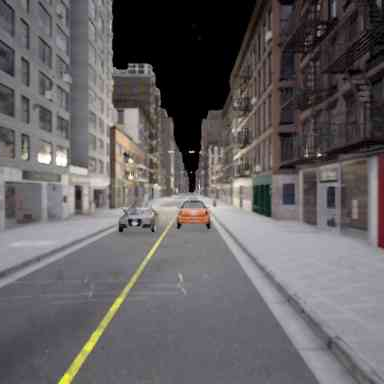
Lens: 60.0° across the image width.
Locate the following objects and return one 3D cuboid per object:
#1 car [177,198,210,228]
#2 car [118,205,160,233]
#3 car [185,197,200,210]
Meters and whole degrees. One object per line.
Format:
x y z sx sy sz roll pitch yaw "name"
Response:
0.099 1.346 22.347 2.097 1.767 4.553 0 0 0 "car"
-3.001 1.467 19.444 1.994 1.385 4.181 0 0 0 "car"
0.098 1.486 43.086 1.837 1.490 4.892 0 0 0 "car"
